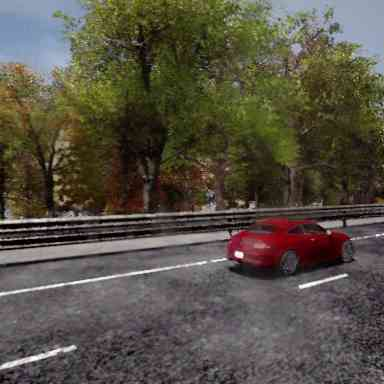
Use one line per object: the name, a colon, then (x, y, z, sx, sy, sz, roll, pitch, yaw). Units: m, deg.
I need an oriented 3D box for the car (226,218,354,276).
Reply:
car: (3.140, 1.532, 10.337, 4.674, 1.442, 1.812, 0, 0, -36)
